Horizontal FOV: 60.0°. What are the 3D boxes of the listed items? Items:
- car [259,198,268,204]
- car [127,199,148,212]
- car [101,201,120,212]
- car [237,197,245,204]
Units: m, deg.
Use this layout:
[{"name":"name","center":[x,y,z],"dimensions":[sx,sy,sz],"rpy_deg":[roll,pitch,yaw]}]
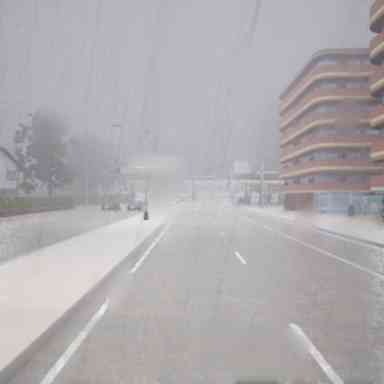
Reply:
[{"name":"car","center":[18.902,2.402,88.272],"dimensions":[1.970,1.475,3.806],"rpy_deg":[0,-1,0]},{"name":"car","center":[-8.049,2.002,47.532],"dimensions":[2.128,1.511,4.902],"rpy_deg":[0,-1,0]},{"name":"car","center":[-11.549,2.002,47.530],"dimensions":[2.128,1.511,4.902],"rpy_deg":[0,-1,0]},{"name":"car","center":[13.157,2.233,87.508],"dimensions":[2.242,1.667,4.611],"rpy_deg":[0,-1,0]}]
